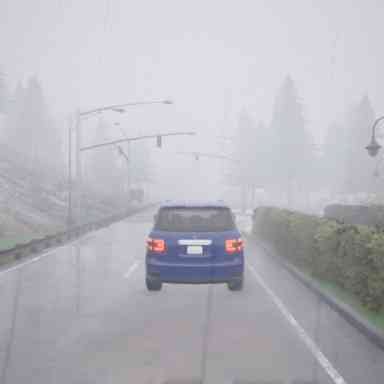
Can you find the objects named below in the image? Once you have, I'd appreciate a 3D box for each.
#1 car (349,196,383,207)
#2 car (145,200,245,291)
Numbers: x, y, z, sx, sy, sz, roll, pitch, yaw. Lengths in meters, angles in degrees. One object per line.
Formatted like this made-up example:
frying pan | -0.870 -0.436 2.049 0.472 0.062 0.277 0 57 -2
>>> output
car | 17.291 1.383 30.759 5.566 2.045 2.150 0 0 0
car | 0.074 1.221 9.144 2.150 2.045 5.566 0 0 0
